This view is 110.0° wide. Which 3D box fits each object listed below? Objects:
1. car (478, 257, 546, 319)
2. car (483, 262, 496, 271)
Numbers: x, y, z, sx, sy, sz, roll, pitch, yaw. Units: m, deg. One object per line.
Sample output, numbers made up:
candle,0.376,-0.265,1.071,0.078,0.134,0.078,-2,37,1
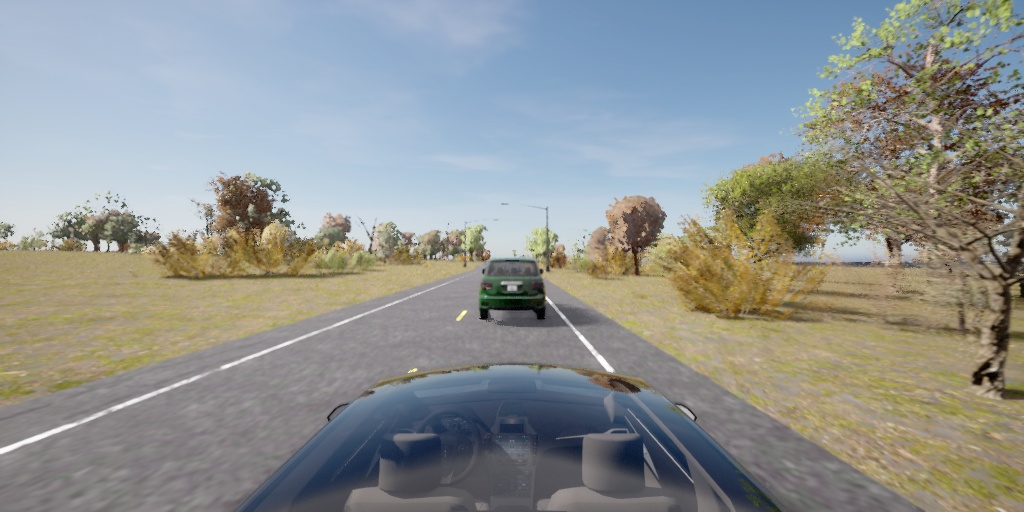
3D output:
car,0.027,1.055,13.288,2.150,2.045,5.566,0,0,0
car,-3.584,1.702,58.827,1.812,1.442,4.674,0,0,0
